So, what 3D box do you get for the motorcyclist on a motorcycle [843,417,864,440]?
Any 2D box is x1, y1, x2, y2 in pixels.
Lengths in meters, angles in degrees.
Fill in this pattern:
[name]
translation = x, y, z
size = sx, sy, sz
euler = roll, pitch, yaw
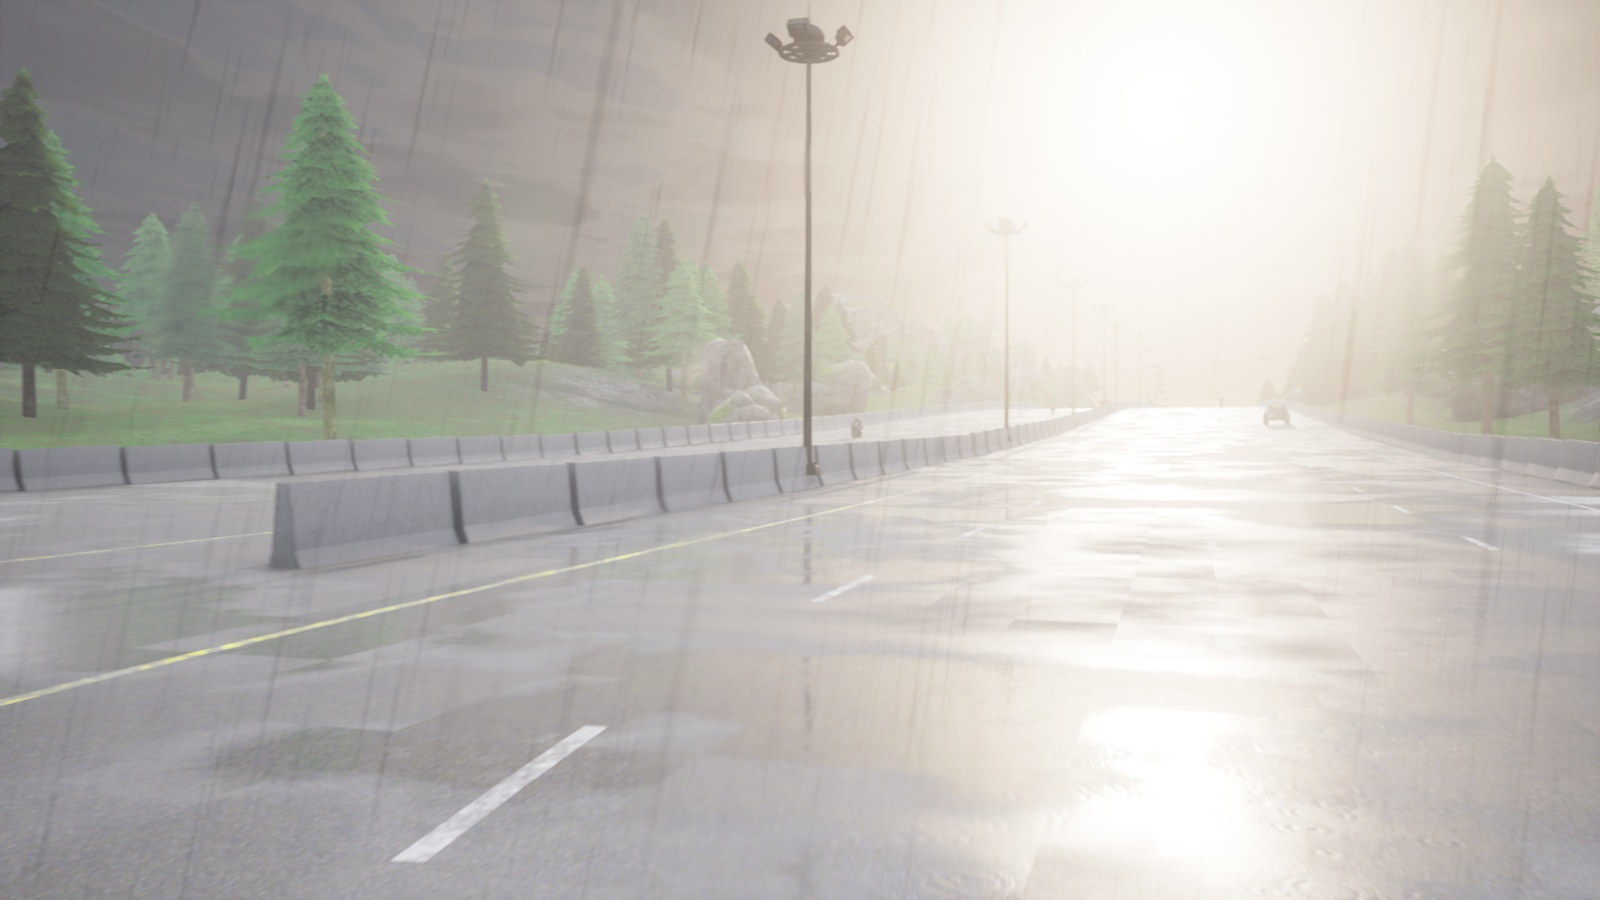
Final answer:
[motorcyclist on a motorcycle]
translation = 3.672, -1.473, 85.321
size = 0.866, 1.530, 2.191
euler = 0, 3, 18
